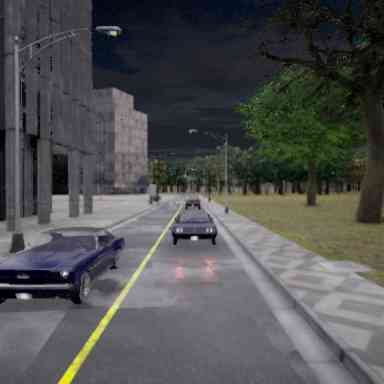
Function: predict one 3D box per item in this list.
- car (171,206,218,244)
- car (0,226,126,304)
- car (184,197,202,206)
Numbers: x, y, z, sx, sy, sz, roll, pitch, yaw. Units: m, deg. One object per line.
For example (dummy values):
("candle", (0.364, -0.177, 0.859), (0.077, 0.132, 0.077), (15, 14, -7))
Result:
("car", (0.101, 1.558, 15.554), (1.895, 1.301, 4.718), (0, 0, 0))
("car", (-3.037, 1.585, 8.246), (1.895, 1.301, 4.718), (0, 0, 1))
("car", (0.111, 1.336, 41.339), (1.837, 1.490, 4.892), (0, 0, 0))
